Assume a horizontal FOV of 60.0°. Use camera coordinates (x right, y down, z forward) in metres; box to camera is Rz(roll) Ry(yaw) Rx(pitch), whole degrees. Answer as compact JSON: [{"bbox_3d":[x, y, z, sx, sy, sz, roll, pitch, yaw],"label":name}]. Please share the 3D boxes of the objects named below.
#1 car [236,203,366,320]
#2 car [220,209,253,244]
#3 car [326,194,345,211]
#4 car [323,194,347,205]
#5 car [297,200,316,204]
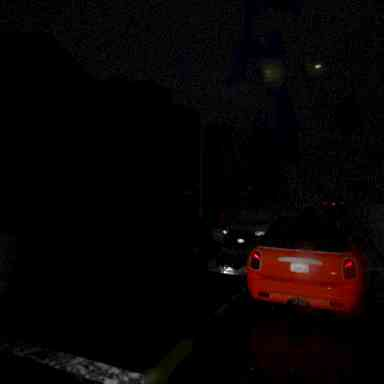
[{"bbox_3d":[2.734,1.328,7.710,2.097,1.767,4.553,1,0,24],"label":"car"},{"bbox_3d":[2.950,1.481,15.167,2.033,1.411,5.357,1,0,24],"label":"car"},{"bbox_3d":[19.217,1.353,44.499,2.150,2.045,5.566,1,0,24],"label":"car"},{"bbox_3d":[14.973,1.284,34.925,2.150,2.045,5.566,1,0,25],"label":"car"},{"bbox_3d":[12.537,1.599,36.438,1.994,1.385,4.181,1,0,25],"label":"car"}]
